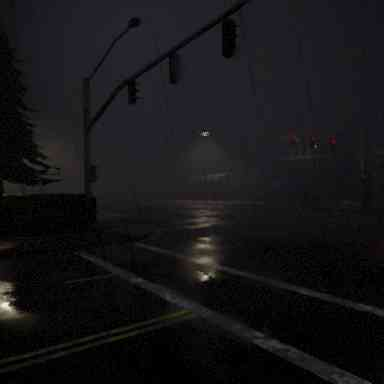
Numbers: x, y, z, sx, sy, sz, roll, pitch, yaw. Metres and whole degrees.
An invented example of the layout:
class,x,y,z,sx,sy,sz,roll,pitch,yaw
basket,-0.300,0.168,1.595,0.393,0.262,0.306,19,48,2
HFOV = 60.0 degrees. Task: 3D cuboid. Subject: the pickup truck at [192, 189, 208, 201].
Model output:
class,x,y,z,sx,sy,sz,roll,pitch,yaw
pickup truck,1.370,0.511,62.650,2.390,2.098,6.274,-1,0,-6
